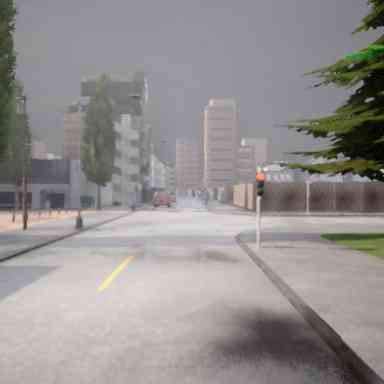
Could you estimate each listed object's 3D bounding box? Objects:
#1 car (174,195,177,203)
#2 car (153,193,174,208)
[{"bbox_3d":[-4.036,1.386,65.073,1.837,1.490,4.892,0,0,0],"label":"car"},{"bbox_3d":[-4.106,1.125,46.800,2.150,2.045,5.566,0,1,0],"label":"car"}]
